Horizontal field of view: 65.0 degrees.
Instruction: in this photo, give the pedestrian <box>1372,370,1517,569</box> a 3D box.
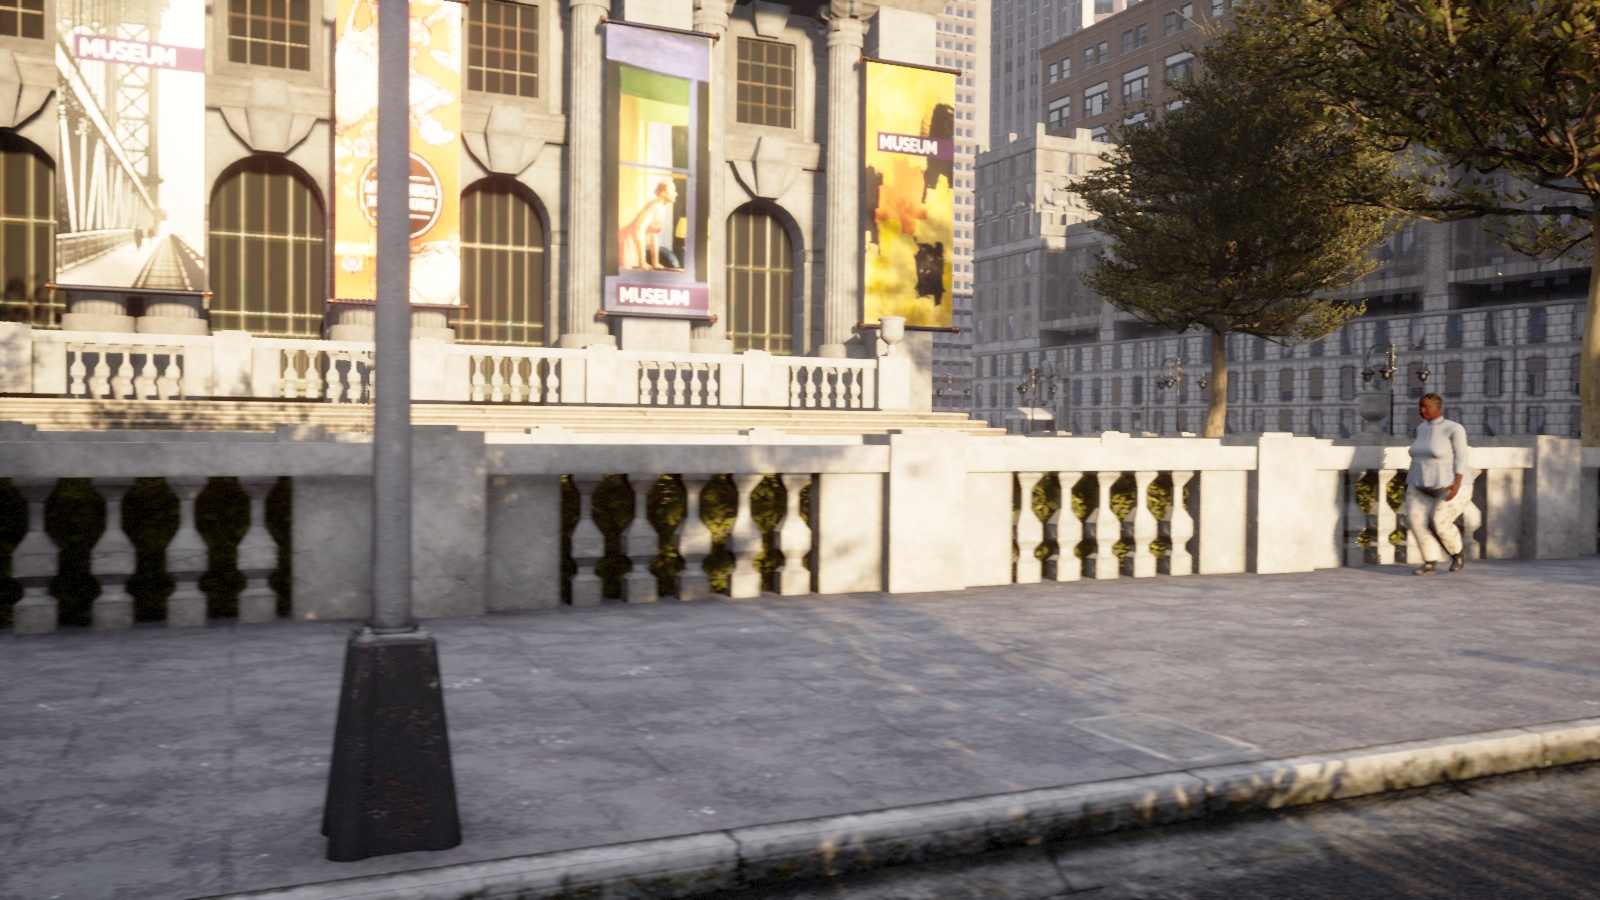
[{"bbox_3d":[6.272,0.169,12.244,0.900,1.855,0.874,-1,1,-24],"label":"pedestrian"}]
